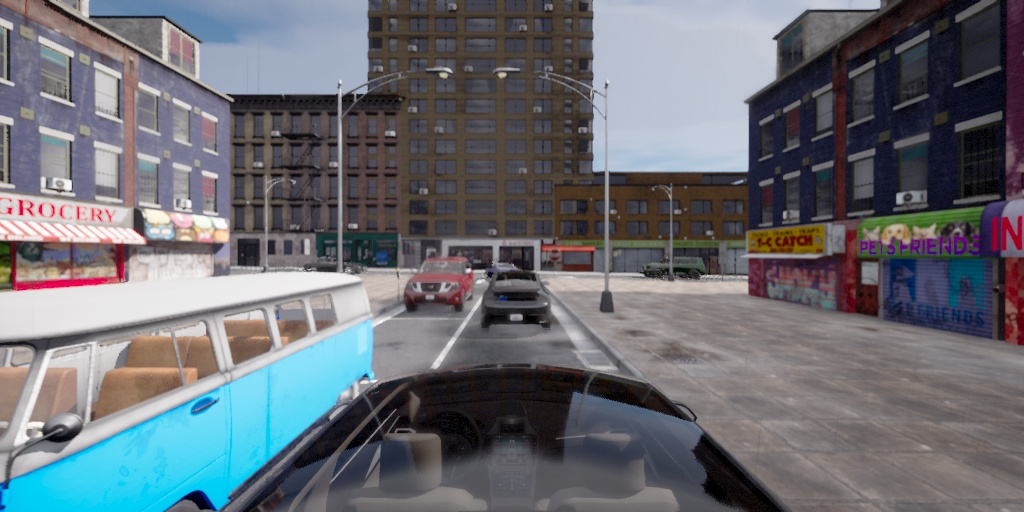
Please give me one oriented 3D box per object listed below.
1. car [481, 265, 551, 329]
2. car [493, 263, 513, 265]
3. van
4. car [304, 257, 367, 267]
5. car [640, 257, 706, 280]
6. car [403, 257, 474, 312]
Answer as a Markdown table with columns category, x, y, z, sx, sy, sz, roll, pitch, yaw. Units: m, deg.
| category | x | y | z | sx | sy | sz | roll | pitch | yaw |
| --- | --- | --- | --- | --- | --- | --- | --- | --- | --- |
| car | 0.111 | 1.192 | 10.955 | 1.837 | 1.490 | 4.892 | 0 | 1 | 0 |
| car | -0.792 | 1.181 | 26.710 | 1.895 | 1.301 | 4.718 | 0 | 0 | -15 |
| van | -2.639 | 1.081 | 3.076 | 1.690 | 1.789 | 3.998 | 0 | 0 | 0 |
| car | -14.601 | 0.833 | 29.803 | 4.892 | 1.490 | 1.837 | 1 | 0 | 0 |
| car | 14.692 | 1.094 | 32.829 | 5.566 | 2.045 | 2.150 | 1 | 0 | 0 |
| car | -2.617 | 0.980 | 13.964 | 2.192 | 1.841 | 5.009 | 0 | 0 | 0 |
